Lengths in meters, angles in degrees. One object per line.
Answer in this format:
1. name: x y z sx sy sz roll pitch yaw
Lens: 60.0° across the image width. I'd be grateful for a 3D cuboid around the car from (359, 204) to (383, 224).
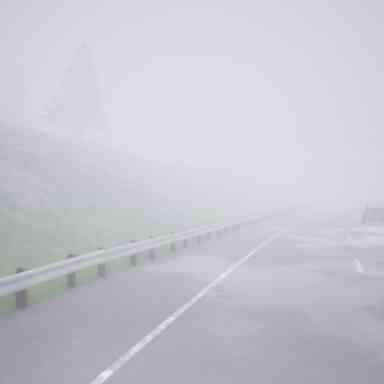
1. car: 14.382 1.674 26.194 2.128 1.511 4.902 1 0 26
